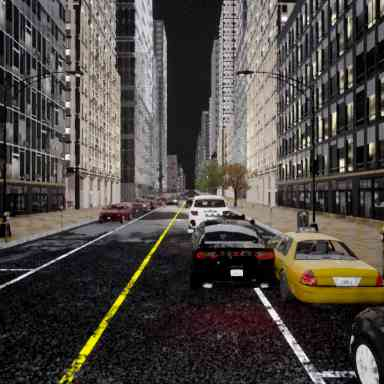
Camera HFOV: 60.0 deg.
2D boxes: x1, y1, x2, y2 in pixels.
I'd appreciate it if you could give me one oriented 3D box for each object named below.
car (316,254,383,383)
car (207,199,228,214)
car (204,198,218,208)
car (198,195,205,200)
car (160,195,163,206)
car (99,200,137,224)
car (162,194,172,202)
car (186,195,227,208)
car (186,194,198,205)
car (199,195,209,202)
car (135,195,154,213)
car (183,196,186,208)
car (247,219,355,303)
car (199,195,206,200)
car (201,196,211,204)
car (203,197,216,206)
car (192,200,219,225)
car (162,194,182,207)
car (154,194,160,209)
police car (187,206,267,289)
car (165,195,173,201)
[{"bbox_3d":[2.696,1.551,2.259,2.008,1.369,4.403,0,0,0],"label":"car"},{"bbox_3d":[2.715,1.542,36.310,1.947,1.339,4.313,0,0,0],"label":"car"},{"bbox_3d":[2.720,1.542,47.659,1.802,1.307,4.206,1,0,0],"label":"car"},{"bbox_3d":[2.745,1.430,93.056,1.802,1.307,4.206,1,0,0],"label":"car"},{"bbox_3d":[-5.657,1.532,53.352,1.802,1.307,4.206,1,0,0],"label":"car"},{"bbox_3d":[-5.672,1.533,24.974,1.887,1.381,4.507,0,0,0],"label":"car"},{"bbox_3d":[-5.644,1.338,76.055,1.967,1.590,4.097,1,0,0],"label":"car"},{"bbox_3d":[0.910,1.218,19.202,2.150,2.045,5.566,0,0,0],"label":"car"},{"bbox_3d":[0.030,1.289,59.625,2.097,1.767,4.553,0,0,0],"label":"car"},{"bbox_3d":[2.736,1.463,76.033,1.947,1.339,4.313,1,0,0],"label":"car"},{"bbox_3d":[-5.665,1.416,36.327,1.967,1.590,4.097,0,0,0],"label":"car"},{"bbox_3d":[0.036,1.467,46.038,1.837,1.490,4.892,0,0,0],"label":"car"},{"bbox_3d":[2.700,1.524,8.105,1.752,1.417,4.829,0,0,0],"label":"car"},{"bbox_3d":[2.742,1.410,87.383,1.887,1.381,4.507,1,0,0],"label":"car"},{"bbox_3d":[2.730,1.451,64.853,1.752,1.417,4.829,1,0,0],"label":"car"},{"bbox_3d":[2.724,1.532,53.333,1.802,1.307,4.206,1,0,0],"label":"car"},{"bbox_3d":[0.912,1.466,25.172,1.882,1.535,5.008,0,0,0],"label":"car"},{"bbox_3d":[-2.975,1.501,51.294,2.033,1.411,5.357,0,0,0],"label":"car"},{"bbox_3d":[-5.661,1.284,42.002,2.192,1.841,5.009,0,0,0],"label":"car"},{"bbox_3d":[0.904,1.424,9.282,1.930,1.638,5.238,0,0,0],"label":"police car"},{"bbox_3d":[-5.641,1.408,81.561,1.752,1.417,4.829,1,0,0],"label":"car"}]
